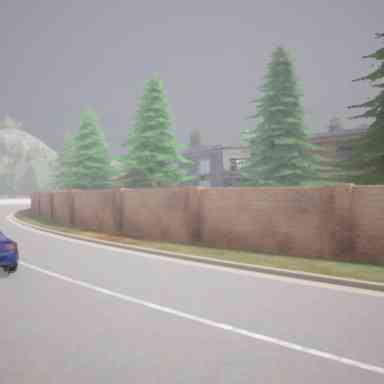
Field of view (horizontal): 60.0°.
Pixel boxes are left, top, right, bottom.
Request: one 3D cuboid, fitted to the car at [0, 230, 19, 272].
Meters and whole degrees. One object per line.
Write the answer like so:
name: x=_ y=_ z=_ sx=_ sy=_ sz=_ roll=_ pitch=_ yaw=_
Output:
car: x=-6.799 y=1.619 z=9.996 sx=4.674 sy=1.442 sz=1.812 roll=-1 pitch=-1 yaw=43
